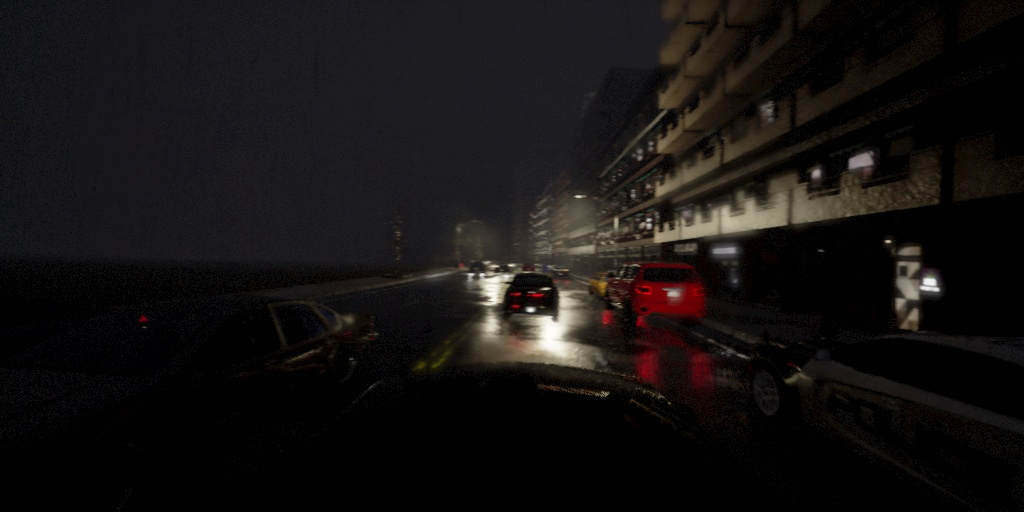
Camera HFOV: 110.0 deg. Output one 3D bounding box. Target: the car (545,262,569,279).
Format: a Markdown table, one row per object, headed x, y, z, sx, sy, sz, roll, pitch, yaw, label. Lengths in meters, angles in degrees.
| x | y | z | sx | sy | sz | roll | pitch | yaw | label |
| --- | --- | --- | --- | --- | --- | --- | --- | --- | --- |
| 5.237 | 1.698 | 39.955 | 2.128 | 1.511 | 4.902 | 2 | 0 | 2 | car |

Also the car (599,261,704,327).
| x | y | z | sx | sy | sz | roll | pitch | yaw | label |
| --- | --- | --- | --- | --- | --- | --- | --- | --- | --- |
| 4.885 | 1.225 | 13.096 | 2.150 | 2.045 | 5.566 | 2 | 0 | 4 | car |

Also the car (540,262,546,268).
| x | y | z | sx | sy | sz | roll | pitch | yaw | label |
| --- | --- | --- | --- | --- | --- | --- | --- | --- | --- |
| 5.523 | 1.682 | 55.231 | 2.097 | 1.767 | 4.553 | 2 | -1 | 0 | car |

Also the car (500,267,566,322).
| x | y | z | sx | sy | sz | roll | pitch | yaw | label |
| --- | --- | --- | --- | --- | --- | --- | --- | --- | --- |
| 0.729 | 1.359 | 13.047 | 1.837 | 1.490 | 4.892 | 2 | 0 | 4 | car |

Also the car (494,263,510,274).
| x | y | z | sx | sy | sz | roll | pitch | yaw | label |
| --- | --- | --- | --- | --- | --- | --- | --- | --- | --- |
| -1.217 | 1.588 | 45.884 | 1.994 | 1.385 | 4.181 | 2 | 0 | 2 | car |

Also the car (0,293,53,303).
| x | y | z | sx | sy | sz | roll | pitch | yaw | label |
| --- | --- | --- | --- | --- | --- | --- | --- | --- | --- |
| -6.708 | 1.093 | 3.889 | 1.994 | 1.385 | 4.181 | 2 | 0 | 5 | car |

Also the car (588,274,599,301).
| x | y | z | sx | sy | sz | roll | pitch | yaw | label |
| --- | --- | --- | --- | --- | --- | --- | --- | --- | --- |
| 5.277 | 1.513 | 19.295 | 1.801 | 1.575 | 5.366 | 2 | 0 | 3 | car |

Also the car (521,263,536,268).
| x | y | z | sx | sy | sz | roll | pitch | yaw | label |
| --- | --- | --- | --- | --- | --- | --- | --- | --- | --- |
| 2.287 | 1.660 | 50.570 | 1.882 | 1.535 | 5.008 | 2 | 0 | 1 | car |

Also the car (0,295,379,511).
| x | y | z | sx | sy | sz | roll | pitch | yaw | label |
| --- | --- | --- | --- | --- | --- | --- | --- | --- | --- |
| -3.429 | 1.193 | 4.024 | 2.033 | 1.411 | 5.357 | 2 | 0 | 5 | car |

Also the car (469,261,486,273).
| x | y | z | sx | sy | sz | roll | pitch | yaw | label |
| --- | --- | --- | --- | --- | --- | --- | --- | --- | --- |
| -4.439 | 1.444 | 46.963 | 1.812 | 1.442 | 4.674 | 2 | 0 | 2 | car |

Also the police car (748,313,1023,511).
| x | y | z | sx | sy | sz | roll | pitch | yaw | label |
| --- | --- | --- | --- | --- | --- | --- | --- | --- | --- |
| 4.113 | 1.329 | 3.117 | 1.930 | 1.638 | 5.238 | 2 | 0 | 5 | police car |
